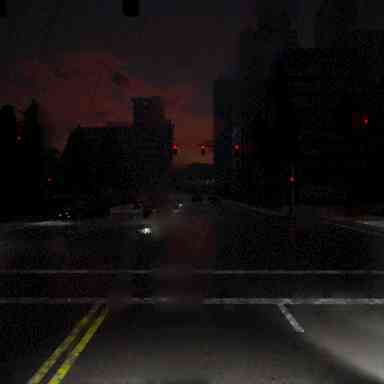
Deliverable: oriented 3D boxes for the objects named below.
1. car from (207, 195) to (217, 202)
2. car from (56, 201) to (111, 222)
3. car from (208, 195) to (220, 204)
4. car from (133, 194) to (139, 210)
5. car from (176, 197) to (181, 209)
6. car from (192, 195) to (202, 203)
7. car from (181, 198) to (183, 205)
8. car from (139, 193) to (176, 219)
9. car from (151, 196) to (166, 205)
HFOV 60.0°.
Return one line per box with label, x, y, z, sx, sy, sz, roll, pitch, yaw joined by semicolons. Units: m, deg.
car;4.606;1.478;77.185;1.882;1.535;5.008;0;0;1
car;-8.672;1.507;26.899;1.837;1.490;4.892;1;0;28
car;4.590;1.547;65.419;2.033;1.411;5.357;0;0;2
car;-6.308;1.221;43.771;2.150;2.045;5.566;0;0;1
car;-2.804;1.601;44.003;1.895;1.301;4.718;0;0;1
car;1.015;1.352;67.479;2.097;1.767;4.553;0;0;1
car;-2.625;1.564;60.286;1.994;1.385;4.181;0;0;1
car;-2.949;1.222;29.647;2.150;2.045;5.566;0;0;1
car;-6.113;1.493;61.051;2.128;1.511;4.902;0;0;1
